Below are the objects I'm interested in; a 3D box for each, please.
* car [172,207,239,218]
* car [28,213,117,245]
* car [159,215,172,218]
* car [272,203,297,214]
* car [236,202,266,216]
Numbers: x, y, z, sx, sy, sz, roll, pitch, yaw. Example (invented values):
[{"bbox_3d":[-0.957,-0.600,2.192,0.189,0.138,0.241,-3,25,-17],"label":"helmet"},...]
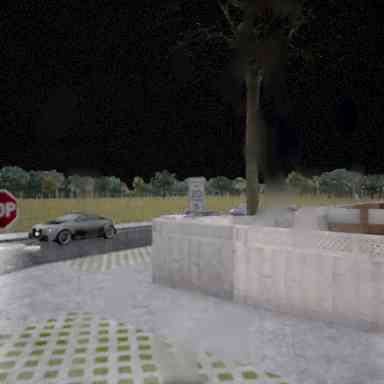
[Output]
[{"bbox_3d":[0.963,1.854,21.127,1.994,1.385,4.181,0,-1,35],"label":"car"},{"bbox_3d":[-5.811,1.738,16.587,1.994,1.385,4.181,0,-1,35],"label":"car"},{"bbox_3d":[-0.329,1.909,24.375,1.895,1.301,4.718,0,-1,35],"label":"car"},{"bbox_3d":[11.402,2.083,40.945,2.128,1.511,4.902,0,-1,36],"label":"car"},{"bbox_3d":[5.490,1.801,32.614,2.097,1.767,4.553,0,-1,35],"label":"car"}]
